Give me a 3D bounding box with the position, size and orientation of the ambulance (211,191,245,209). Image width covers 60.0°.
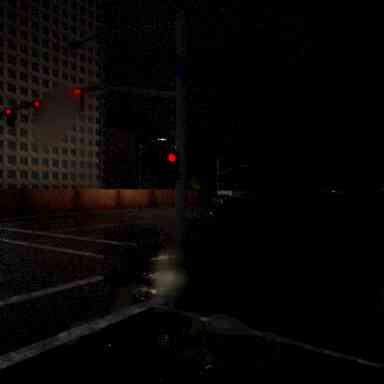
[{"bbox_3d":[5.068,1.031,46.631,2.351,2.431,6.366,0,0,35],"label":"ambulance"}]
